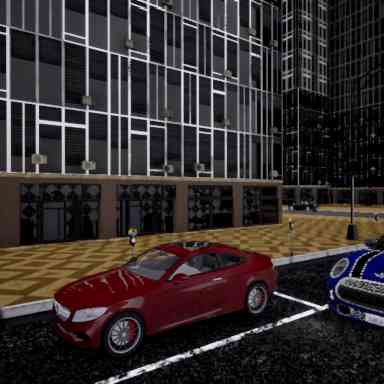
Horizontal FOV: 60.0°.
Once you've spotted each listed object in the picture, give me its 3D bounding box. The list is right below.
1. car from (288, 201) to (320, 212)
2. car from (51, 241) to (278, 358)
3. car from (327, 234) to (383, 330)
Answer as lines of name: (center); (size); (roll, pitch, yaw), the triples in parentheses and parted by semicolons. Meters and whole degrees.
car: (15.143, 1.898, 45.275); (2.008, 1.369, 4.403); (-1, 0, -36)
car: (-0.237, 1.582, 5.932); (4.206, 1.307, 1.802); (0, 0, -36)
car: (4.617, 1.351, 6.357); (4.553, 1.767, 2.097); (0, 0, -35)
